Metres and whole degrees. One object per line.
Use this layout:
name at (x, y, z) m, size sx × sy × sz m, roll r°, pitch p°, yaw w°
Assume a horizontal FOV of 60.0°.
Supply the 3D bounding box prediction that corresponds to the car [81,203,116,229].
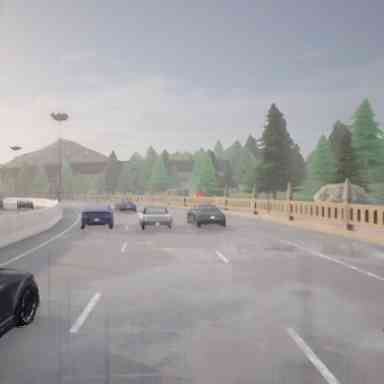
car at (-6.153, 1.480, 21.962) m, size 1.882 × 1.535 × 5.008 m, roll 0°, pitch 0°, yaw -13°

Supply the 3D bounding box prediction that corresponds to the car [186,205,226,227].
car at (0.862, 1.539, 22.526) m, size 1.994 × 1.385 × 4.181 m, roll 0°, pitch 0°, yaw -12°

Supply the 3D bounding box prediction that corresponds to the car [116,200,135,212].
car at (-7.784, 1.557, 38.631) m, size 1.994 × 1.385 × 4.181 m, roll 0°, pitch 0°, yaw -22°

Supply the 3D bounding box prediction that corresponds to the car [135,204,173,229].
car at (-2.494, 1.590, 21.738) m, size 1.895 × 1.301 × 4.718 m, roll 0°, pitch 0°, yaw -12°

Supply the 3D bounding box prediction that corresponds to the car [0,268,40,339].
car at (-3.688, 1.574, 4.337) m, size 1.994 × 1.385 × 4.181 m, roll 0°, pitch 0°, yaw -2°
